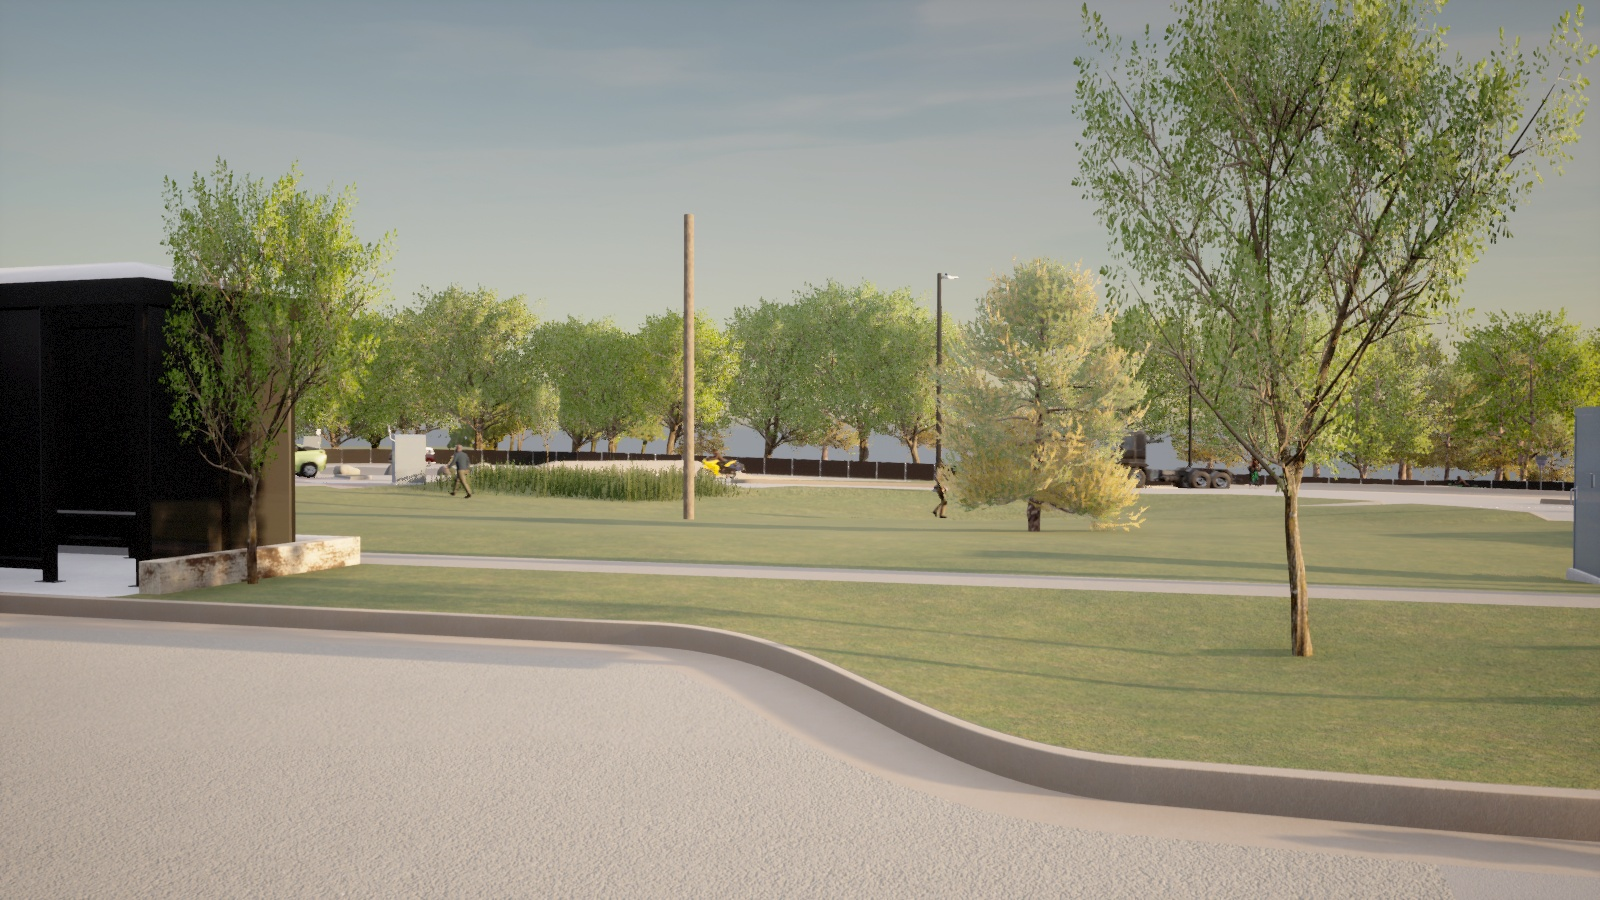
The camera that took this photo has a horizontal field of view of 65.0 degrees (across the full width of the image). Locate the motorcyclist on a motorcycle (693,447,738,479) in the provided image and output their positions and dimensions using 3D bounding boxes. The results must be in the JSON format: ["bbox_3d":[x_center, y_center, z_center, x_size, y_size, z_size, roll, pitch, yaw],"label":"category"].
[{"bbox_3d":[-4.193,0.657,62.285,2.044,1.523,0.797,2,1,-19],"label":"motorcyclist on a motorcycle"}]

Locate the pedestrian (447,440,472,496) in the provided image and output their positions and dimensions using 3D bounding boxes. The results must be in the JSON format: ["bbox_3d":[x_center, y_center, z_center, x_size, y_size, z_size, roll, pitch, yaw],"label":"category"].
[{"bbox_3d":[-11.427,0.598,42.151,0.726,1.842,0.402,1,1,22],"label":"pedestrian"}]

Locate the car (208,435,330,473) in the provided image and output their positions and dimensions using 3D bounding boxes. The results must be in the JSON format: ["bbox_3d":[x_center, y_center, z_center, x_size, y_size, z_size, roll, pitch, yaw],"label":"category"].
[{"bbox_3d":[-23.003,0.209,54.439,4.514,1.525,2.007,2,-2,-34],"label":"car"}]

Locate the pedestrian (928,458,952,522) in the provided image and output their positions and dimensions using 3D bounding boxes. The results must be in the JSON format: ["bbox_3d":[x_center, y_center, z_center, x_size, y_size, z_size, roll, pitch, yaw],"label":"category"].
[{"bbox_3d":[4.293,1.214,38.502,0.692,1.930,0.396,1,1,12],"label":"pedestrian"}]

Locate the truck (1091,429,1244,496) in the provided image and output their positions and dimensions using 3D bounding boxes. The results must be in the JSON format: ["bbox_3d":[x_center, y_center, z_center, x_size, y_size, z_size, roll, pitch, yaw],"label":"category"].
[{"bbox_3d":[21.315,0.748,73.126,7.936,3.462,2.891,3,-1,-4],"label":"truck"}]
